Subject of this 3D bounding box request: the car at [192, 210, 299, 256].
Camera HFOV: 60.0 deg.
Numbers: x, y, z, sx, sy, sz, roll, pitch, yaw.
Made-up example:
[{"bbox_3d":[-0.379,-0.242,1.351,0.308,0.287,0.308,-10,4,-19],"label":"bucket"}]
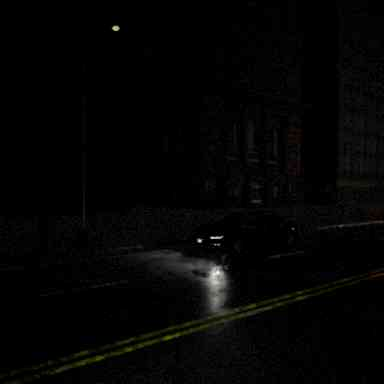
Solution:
[{"bbox_3d":[2.252,1.523,13.288,4.892,1.490,1.837,1,0,-36],"label":"car"}]
